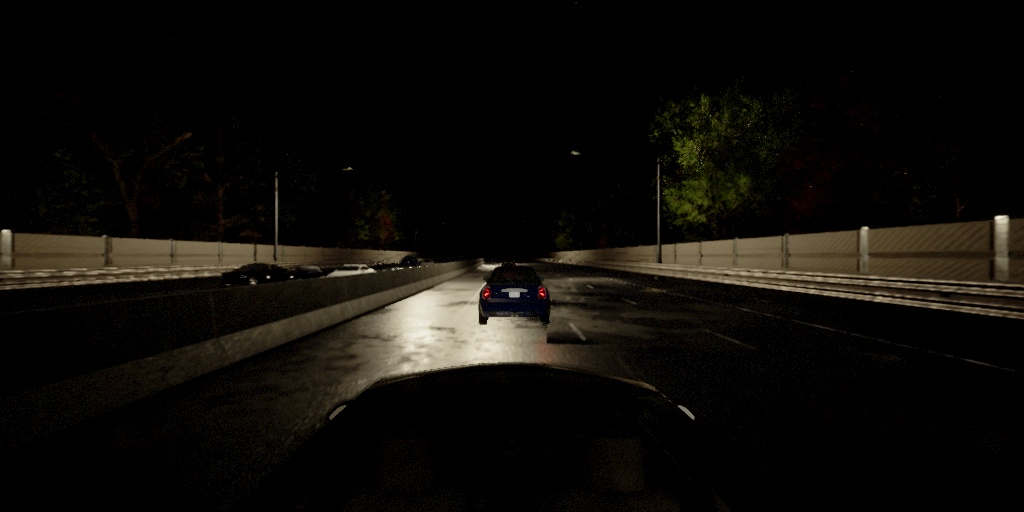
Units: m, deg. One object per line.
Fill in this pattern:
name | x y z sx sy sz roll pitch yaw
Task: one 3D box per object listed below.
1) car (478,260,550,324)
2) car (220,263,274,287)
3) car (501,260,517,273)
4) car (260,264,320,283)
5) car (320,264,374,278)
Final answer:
car | 0.055 1.108 12.196 2.097 1.767 4.553 0 0 0
car | -17.770 1.241 24.979 1.882 1.535 5.008 0 0 -1
car | -0.434 1.279 44.294 1.837 1.490 4.892 0 0 -1
car | -14.257 1.364 24.141 1.895 1.301 4.718 0 0 -1
car | -10.760 1.289 24.304 1.812 1.442 4.674 0 0 -1
